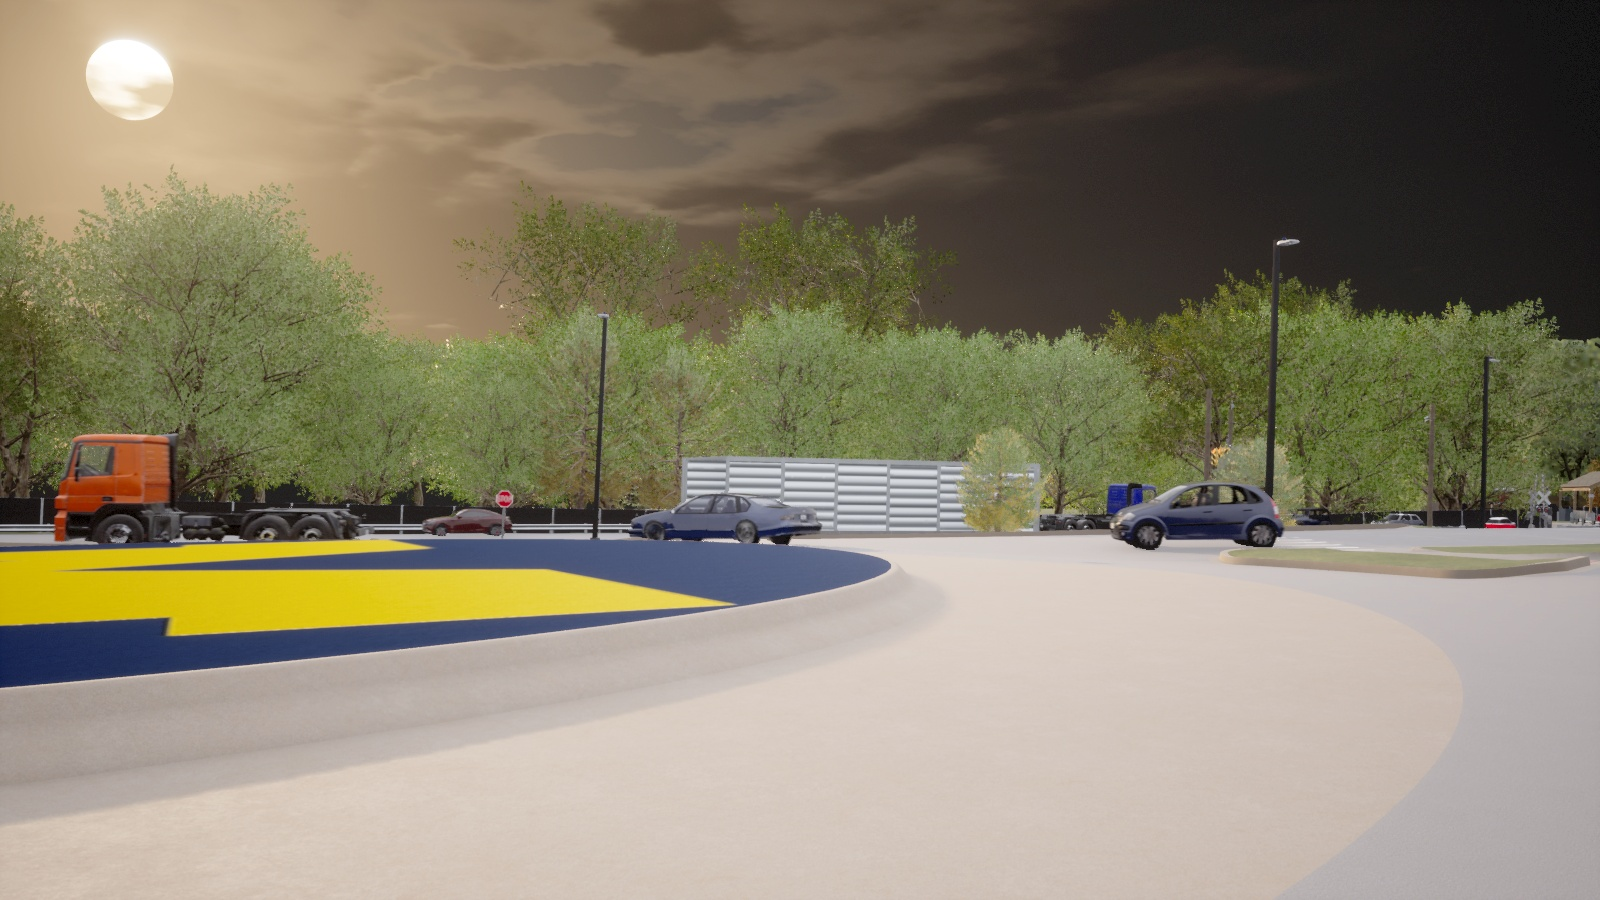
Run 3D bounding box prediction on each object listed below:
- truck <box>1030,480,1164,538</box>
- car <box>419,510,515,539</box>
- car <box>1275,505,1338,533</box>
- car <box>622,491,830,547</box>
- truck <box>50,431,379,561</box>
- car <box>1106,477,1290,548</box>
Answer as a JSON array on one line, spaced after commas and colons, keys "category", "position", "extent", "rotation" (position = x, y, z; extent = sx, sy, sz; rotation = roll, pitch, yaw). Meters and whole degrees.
[{"category": "truck", "position": [18.543, 3.649, 78.378], "extent": [7.936, 3.462, 2.891], "rotation": [1, -1, -22]}, {"category": "car", "position": [-17.730, 3.933, 66.918], "extent": [4.674, 1.442, 1.812], "rotation": [1, -1, -26]}, {"category": "car", "position": [35.750, 4.846, 88.588], "extent": [3.866, 1.878, 1.905], "rotation": [1, -1, -21]}, {"category": "car", "position": [-2.040, 1.877, 33.763], "extent": [5.357, 1.411, 2.033], "rotation": [-3, -4, 31]}, {"category": "truck", "position": [-16.456, 1.333, 35.880], "extent": [7.936, 3.462, 2.891], "rotation": [1, -2, -10]}, {"category": "car", "position": [9.758, 1.528, 31.066], "extent": [3.988, 1.617, 1.851], "rotation": [-1, -1, 4]}]
